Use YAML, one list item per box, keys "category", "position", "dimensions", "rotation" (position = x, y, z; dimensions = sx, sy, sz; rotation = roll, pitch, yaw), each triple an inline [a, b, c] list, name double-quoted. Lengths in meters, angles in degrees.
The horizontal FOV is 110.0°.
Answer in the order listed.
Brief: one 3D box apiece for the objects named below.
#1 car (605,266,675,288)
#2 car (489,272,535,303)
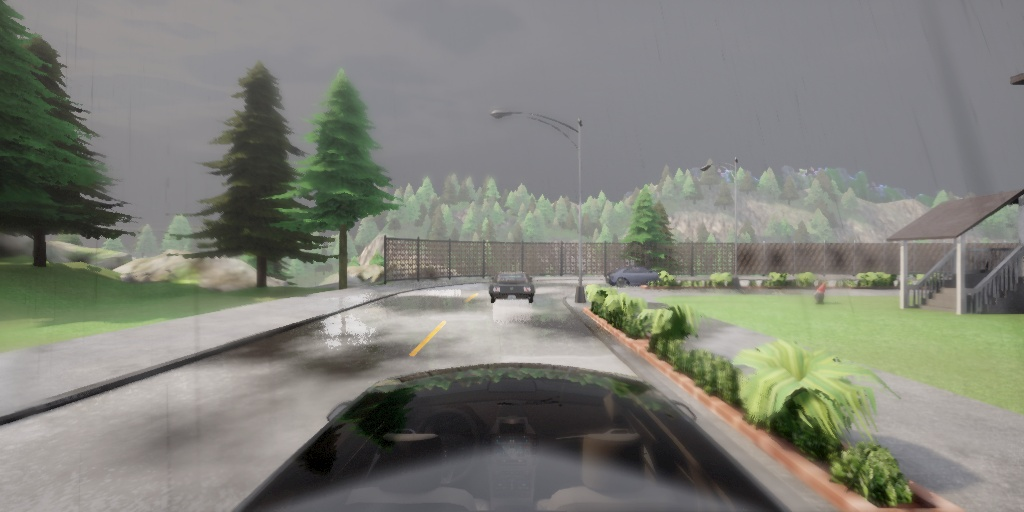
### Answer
- category: "car"
  position: [8.198, 1.323, 23.124]
  dimensions: [4.181, 1.385, 1.994]
  rotation: [0, 0, 0]
- category: "car"
  position: [0.000, 1.367, 16.528]
  dimensions: [1.895, 1.301, 4.718]
  rotation: [0, 0, 0]
